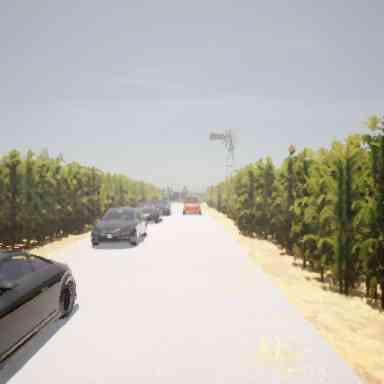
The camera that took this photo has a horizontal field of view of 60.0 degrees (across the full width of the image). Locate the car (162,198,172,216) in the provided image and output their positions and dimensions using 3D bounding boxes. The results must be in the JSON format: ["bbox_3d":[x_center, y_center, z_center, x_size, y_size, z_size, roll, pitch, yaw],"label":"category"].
[{"bbox_3d":[-3.237,1.552,34.863,2.097,1.767,4.553,0,-1,0],"label":"car"}]

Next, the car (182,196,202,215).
[{"bbox_3d":[0.017,1.616,37.896,2.097,1.767,4.553,0,-1,0],"label":"car"}]

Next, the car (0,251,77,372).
[{"bbox_3d":[-3.195,1.575,4.648,1.994,1.385,4.181,0,0,1],"label":"car"}]

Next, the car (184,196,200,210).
[{"bbox_3d":[-0.010,1.619,50.266,2.150,2.045,5.566,0,0,0],"label":"car"}]

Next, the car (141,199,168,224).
[{"bbox_3d":[-3.241,1.502,25.030,2.128,1.511,4.902,0,-1,0],"label":"car"}]

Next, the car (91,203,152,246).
[{"bbox_3d":[-3.225,1.497,15.446,1.837,1.490,4.892,0,0,0],"label":"car"}]
